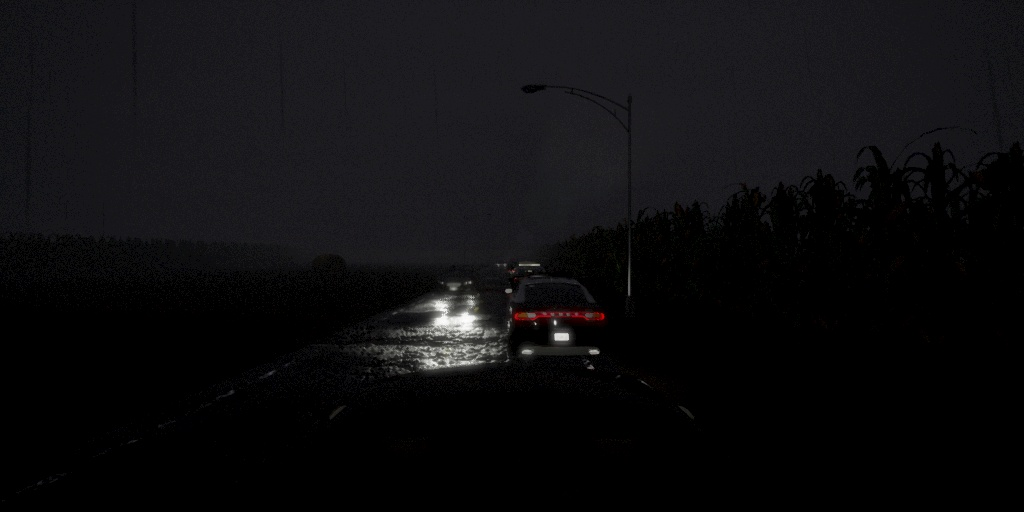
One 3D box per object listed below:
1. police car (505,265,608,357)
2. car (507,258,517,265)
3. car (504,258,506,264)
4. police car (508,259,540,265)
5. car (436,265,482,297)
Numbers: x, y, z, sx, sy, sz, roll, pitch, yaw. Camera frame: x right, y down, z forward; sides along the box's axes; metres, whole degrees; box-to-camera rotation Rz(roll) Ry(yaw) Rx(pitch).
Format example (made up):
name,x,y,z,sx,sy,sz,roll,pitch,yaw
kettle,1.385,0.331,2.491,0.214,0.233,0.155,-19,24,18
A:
name,x,y,z,sx,sy,sz,roll,pitch,yaw
police car,0.859,1.173,8.701,1.930,1.638,5.238,0,0,0
car,0.930,1.084,24.560,2.097,1.767,4.553,0,0,0
car,0.283,1.179,51.214,2.128,1.511,4.902,0,0,1
police car,0.904,1.166,18.701,1.930,1.638,5.238,0,0,0
car,-2.670,1.231,18.872,2.128,1.511,4.902,0,0,0
